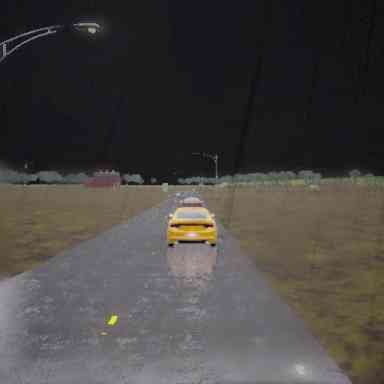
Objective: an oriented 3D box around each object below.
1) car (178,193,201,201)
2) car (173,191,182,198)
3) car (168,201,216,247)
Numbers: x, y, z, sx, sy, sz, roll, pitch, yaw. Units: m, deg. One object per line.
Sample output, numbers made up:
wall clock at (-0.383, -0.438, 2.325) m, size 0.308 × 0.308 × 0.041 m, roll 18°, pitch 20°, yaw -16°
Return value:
car at (0.000, 1.183, 29.638) m, size 1.882 × 1.535 × 5.008 m, roll 0°, pitch 1°, yaw 0°
car at (-2.756, 0.473, 67.953) m, size 2.128 × 1.511 × 4.902 m, roll 0°, pitch 1°, yaw 0°
car at (0.000, 1.401, 14.643) m, size 1.882 × 1.535 × 5.008 m, roll 0°, pitch 1°, yaw 0°
